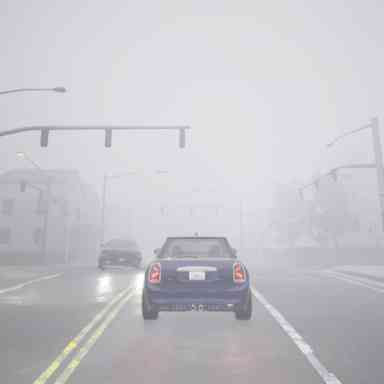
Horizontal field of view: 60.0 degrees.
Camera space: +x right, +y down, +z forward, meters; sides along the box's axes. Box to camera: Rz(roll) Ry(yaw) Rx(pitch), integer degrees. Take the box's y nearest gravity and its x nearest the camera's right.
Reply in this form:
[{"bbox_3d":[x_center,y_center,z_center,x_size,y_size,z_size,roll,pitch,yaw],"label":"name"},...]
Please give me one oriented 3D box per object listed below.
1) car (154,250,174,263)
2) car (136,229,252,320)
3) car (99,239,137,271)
[{"bbox_3d":[-3.649,8.600,44.250,2.128,1.511,4.902,0,-11,0],"label":"car"},{"bbox_3d":[0.089,1.808,8.244,2.097,1.767,4.553,0,-7,0],"label":"car"},{"bbox_3d":[-3.636,3.156,17.205,1.882,1.535,5.008,4,-10,-12],"label":"car"}]
